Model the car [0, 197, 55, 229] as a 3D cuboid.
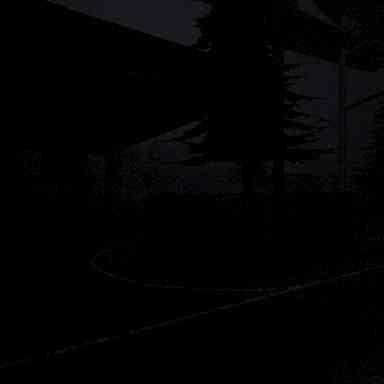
[{"bbox_3d":[-11.876,1.313,23.538,3.866,1.878,1.905,0,0,-36],"label":"car"}]
